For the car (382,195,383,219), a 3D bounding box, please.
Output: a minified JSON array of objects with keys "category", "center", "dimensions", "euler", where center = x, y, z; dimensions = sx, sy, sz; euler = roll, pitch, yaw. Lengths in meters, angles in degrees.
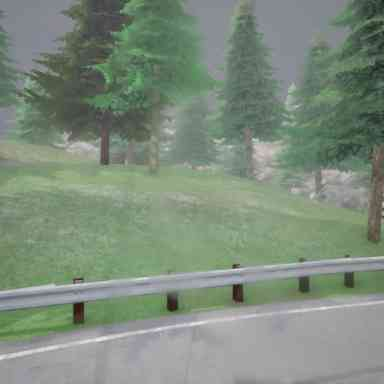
[{"category":"car","center":[17.661,1.237,27.037],"dimensions":[2.150,2.045,5.566],"euler":[0,0,-15]}]
